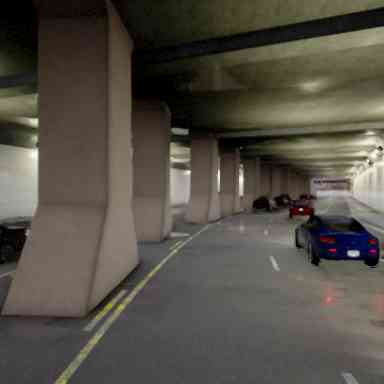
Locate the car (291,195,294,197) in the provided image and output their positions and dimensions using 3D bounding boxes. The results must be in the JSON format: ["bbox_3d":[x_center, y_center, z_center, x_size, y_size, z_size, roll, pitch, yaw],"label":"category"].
[{"bbox_3d":[14.880,1.048,52.401,2.097,1.767,4.553,0,0,24],"label":"car"}]

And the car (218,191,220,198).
[{"bbox_3d":[3.359,0.880,50.038,2.150,2.045,5.566,0,0,25],"label":"car"}]

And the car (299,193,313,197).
[{"bbox_3d":[23.631,0.983,69.781,1.994,1.385,4.181,0,0,24],"label":"car"}]

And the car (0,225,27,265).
[{"bbox_3d":[-6.488,1.452,8.639,2.033,1.411,5.357,0,0,6],"label":"car"}]

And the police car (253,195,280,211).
[{"bbox_3d":[8.328,1.193,37.958,1.930,1.638,5.238,0,0,24],"label":"police car"}]

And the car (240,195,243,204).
[{"bbox_3d":[6.941,1.171,49.473,2.128,1.511,4.902,0,0,25],"label":"car"}]

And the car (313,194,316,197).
[{"bbox_3d":[29.847,1.118,82.940,1.895,1.301,4.718,0,0,24],"label":"car"}]

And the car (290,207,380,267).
[{"bbox_3d":[4.671,1.468,11.191,1.812,1.442,4.674,0,0,9],"label":"car"}]

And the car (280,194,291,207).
[{"bbox_3d":[12.413,1.250,46.965,1.812,1.442,4.674,0,0,24],"label":"car"}]

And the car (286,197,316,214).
[{"bbox_3d":[9.694,1.402,29.175,1.994,1.385,4.181,0,0,22],"label":"car"}]
